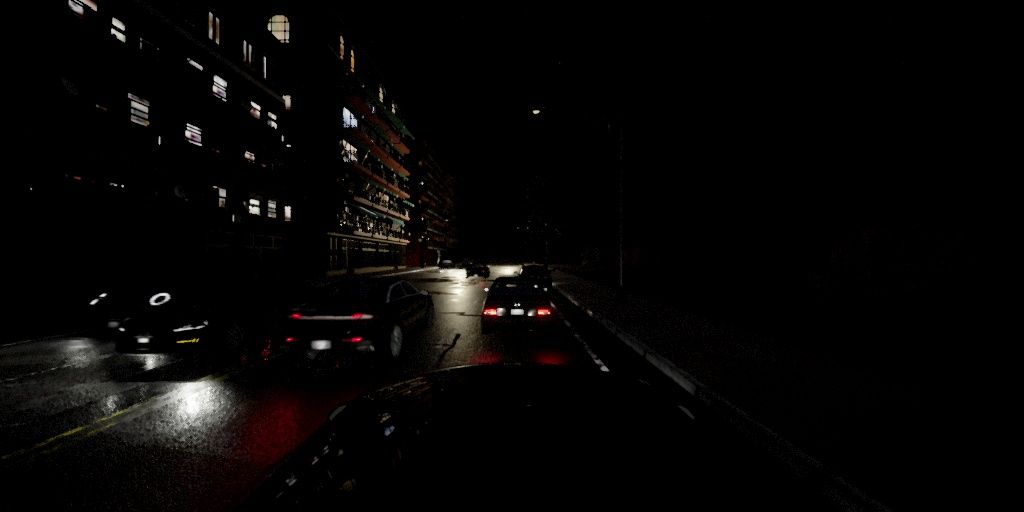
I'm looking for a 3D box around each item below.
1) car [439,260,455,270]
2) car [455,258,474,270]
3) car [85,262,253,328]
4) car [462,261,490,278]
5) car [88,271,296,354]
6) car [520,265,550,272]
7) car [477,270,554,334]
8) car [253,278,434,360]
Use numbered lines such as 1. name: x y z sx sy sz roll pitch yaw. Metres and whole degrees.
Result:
1. car: -9.727 1.314 54.068 1.994 1.385 4.181 0 0 0
2. car: -6.484 1.102 52.095 2.097 1.767 4.553 0 0 0
3. car: -9.831 1.103 11.090 2.097 1.767 4.553 0 0 0
4. car: -3.083 1.353 33.088 1.895 1.301 4.718 0 0 0
5. car: -6.586 1.256 8.839 1.837 1.490 4.892 0 0 0
6. car: 1.177 1.257 20.219 1.837 1.490 4.892 0 0 0
7. car: 0.120 1.299 10.531 2.033 1.411 5.357 0 0 0
8. car: -3.137 1.243 8.326 2.128 1.511 4.902 0 0 0
